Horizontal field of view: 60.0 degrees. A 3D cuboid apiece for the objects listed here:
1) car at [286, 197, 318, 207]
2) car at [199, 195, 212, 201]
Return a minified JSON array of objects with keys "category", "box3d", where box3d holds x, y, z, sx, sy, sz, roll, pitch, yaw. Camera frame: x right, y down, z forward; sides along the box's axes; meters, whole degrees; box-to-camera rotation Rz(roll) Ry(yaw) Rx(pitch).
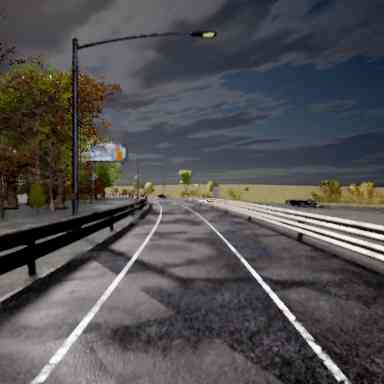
[{"category":"car","box3d":[15.204,1.396,46.292,1.895,1.301,4.718,0,0,-22]},{"category":"car","box3d":[3.078,1.449,76.979,1.994,1.385,4.181,0,0,-22]}]
